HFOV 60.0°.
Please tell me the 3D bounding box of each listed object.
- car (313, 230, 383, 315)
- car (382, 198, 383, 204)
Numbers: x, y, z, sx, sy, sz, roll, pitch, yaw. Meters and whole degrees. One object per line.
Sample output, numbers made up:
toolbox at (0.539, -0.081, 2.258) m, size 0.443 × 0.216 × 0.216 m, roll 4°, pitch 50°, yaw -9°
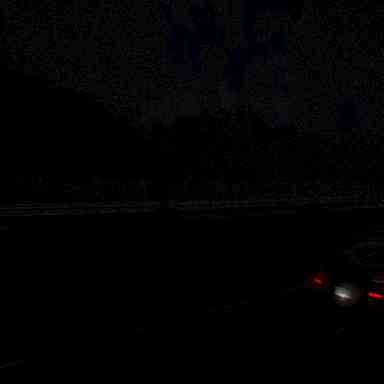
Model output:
car at (4.459, 1.525, 6.937) m, size 4.674 × 1.442 × 1.812 m, roll 0°, pitch 0°, yaw -34°
car at (27.447, 0.848, 43.807) m, size 5.566 × 2.045 × 2.150 m, roll -1°, pitch 0°, yaw -33°
